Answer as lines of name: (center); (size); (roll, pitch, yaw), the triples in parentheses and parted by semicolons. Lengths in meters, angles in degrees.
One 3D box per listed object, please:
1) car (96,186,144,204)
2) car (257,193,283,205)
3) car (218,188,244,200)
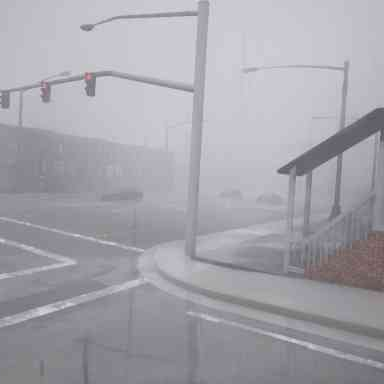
car: (-6.550, 0.219, 30.583); (2.128, 1.511, 4.902); (5, 3, 36)
car: (9.610, 0.780, 40.773); (1.994, 1.385, 4.181); (5, 3, 36)
car: (5.641, 0.241, 47.440); (1.837, 1.490, 4.892); (5, 2, 36)
